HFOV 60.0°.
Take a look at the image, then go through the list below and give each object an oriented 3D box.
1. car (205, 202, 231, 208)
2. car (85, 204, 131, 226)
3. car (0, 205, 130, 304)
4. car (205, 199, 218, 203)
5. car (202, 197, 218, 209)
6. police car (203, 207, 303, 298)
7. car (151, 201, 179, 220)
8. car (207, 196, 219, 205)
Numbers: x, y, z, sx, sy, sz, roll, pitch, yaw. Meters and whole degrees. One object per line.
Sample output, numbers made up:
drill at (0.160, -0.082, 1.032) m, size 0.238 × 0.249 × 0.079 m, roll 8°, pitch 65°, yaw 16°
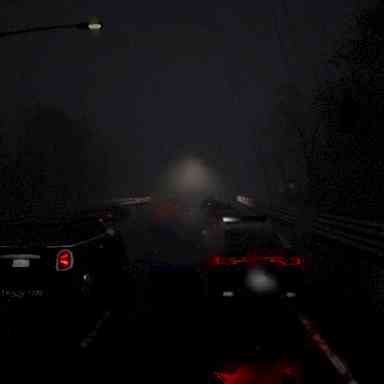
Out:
car at (1.756, 1.514, 18.446) m, size 1.812 × 1.442 × 4.674 m, roll 0°, pitch 0°, yaw 3°
car at (-5.897, 1.583, 24.033) m, size 1.895 × 1.301 × 4.718 m, roll 0°, pitch 0°, yaw 3°
car at (-3.093, 1.343, 8.293) m, size 2.097 × 1.767 × 4.553 m, roll 0°, pitch 0°, yaw 2°
car at (2.063, 1.492, 24.362) m, size 1.837 × 1.490 × 4.892 m, roll 0°, pitch 0°, yaw 3°
car at (2.448, 1.550, 45.157) m, size 1.994 × 1.385 × 4.181 m, roll 0°, pitch 0°, yaw 6°
police car at (1.348, 1.418, 8.689) m, size 1.930 × 1.638 × 5.238 m, roll 0°, pitch 0°, yaw 2°
car at (-2.169, 1.461, 27.851) m, size 1.882 × 1.535 × 5.008 m, roll 0°, pitch 0°, yaw 3°
car at (3.866, 1.541, 60.718) m, size 2.033 × 1.411 × 5.357 m, roll 0°, pitch 0°, yaw 6°
